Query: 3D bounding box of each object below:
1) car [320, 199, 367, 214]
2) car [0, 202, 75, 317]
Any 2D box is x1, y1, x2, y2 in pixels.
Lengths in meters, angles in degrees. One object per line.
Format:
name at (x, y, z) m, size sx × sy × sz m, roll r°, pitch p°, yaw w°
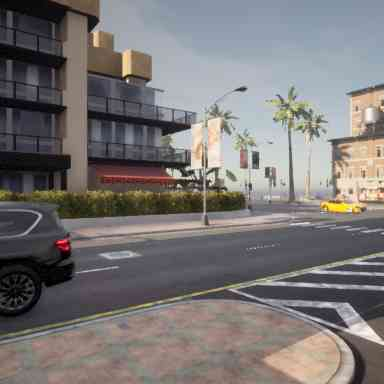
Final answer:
car at (15.939, 1.477, 35.209) m, size 1.882 × 1.535 × 5.008 m, roll 1°, pitch 0°, yaw -28°
car at (-5.020, 1.221, 5.937) m, size 5.566 × 2.045 × 2.150 m, roll 0°, pitch 0°, yaw -35°
